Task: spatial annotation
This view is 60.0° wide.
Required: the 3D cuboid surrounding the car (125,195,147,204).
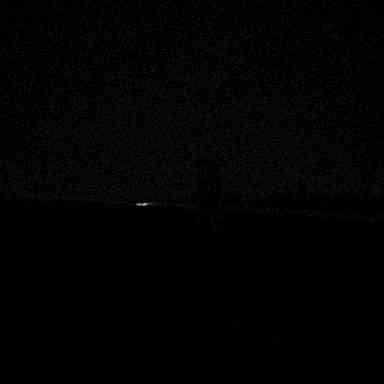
[{"bbox_3d":[-9.631,1.182,56.458,2.033,1.411,5.357,-2,1,-35],"label":"car"}]
